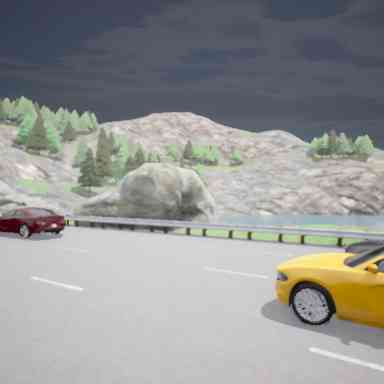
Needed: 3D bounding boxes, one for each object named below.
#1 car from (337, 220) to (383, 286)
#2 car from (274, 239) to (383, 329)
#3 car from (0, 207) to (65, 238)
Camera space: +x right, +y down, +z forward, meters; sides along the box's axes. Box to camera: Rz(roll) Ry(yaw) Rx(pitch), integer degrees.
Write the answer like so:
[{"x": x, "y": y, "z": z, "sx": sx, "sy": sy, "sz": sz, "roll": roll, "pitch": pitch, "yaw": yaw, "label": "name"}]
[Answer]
[{"x": 6.197, "y": 1.553, "z": 8.010, "sx": 4.674, "sy": 1.442, "sz": 1.812, "roll": 0, "pitch": 0, "yaw": 36, "label": "car"}, {"x": 3.853, "y": 1.497, "z": 5.412, "sx": 5.008, "sy": 1.535, "sz": 1.882, "roll": 0, "pitch": 0, "yaw": 36, "label": "car"}, {"x": -9.093, "y": 1.562, "z": 18.118, "sx": 5.008, "sy": 1.535, "sz": 1.882, "roll": 0, "pitch": 0, "yaw": 31, "label": "car"}]
